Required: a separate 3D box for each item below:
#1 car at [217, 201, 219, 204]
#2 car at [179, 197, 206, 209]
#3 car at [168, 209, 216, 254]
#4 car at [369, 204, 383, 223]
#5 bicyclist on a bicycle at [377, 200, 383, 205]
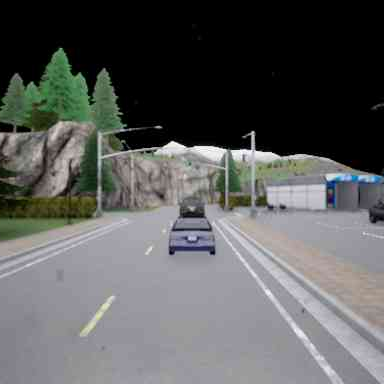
[{"bbox_3d":[7.917,2.257,76.227,4.181,1.385,1.994,0,-1,-13],"label":"car"},{"bbox_3d":[0.020,1.486,29.016,2.150,2.045,5.566,0,0,0],"label":"car"},{"bbox_3d":[0.007,1.678,13.983,2.033,1.411,5.357,0,0,0],"label":"car"},{"bbox_3d":[14.211,1.556,23.283,2.007,1.523,4.514,0,-1,0],"label":"car"},{"bbox_3d":[18.310,1.600,32.346,0.582,1.620,1.656,0,-1,1],"label":"bicyclist on a bicycle"}]
